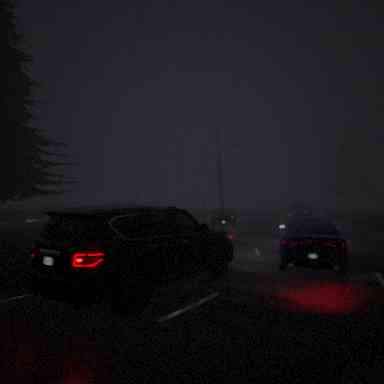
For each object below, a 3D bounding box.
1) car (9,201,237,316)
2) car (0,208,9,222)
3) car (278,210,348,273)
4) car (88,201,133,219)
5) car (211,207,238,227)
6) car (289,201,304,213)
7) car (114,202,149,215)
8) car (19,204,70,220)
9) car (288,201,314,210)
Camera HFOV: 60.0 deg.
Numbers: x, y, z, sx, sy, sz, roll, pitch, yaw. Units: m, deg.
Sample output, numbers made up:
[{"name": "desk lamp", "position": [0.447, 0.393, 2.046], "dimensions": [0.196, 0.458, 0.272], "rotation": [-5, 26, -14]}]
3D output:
[{"name": "car", "position": [-1.050, 1.346, 8.179], "dimensions": [2.150, 2.045, 5.566], "rotation": [0, 0, 35]}, {"name": "car", "position": [-17.394, 2.142, 30.246], "dimensions": [1.994, 1.385, 4.181], "rotation": [-1, -1, 40]}, {"name": "car", "position": [4.000, 1.593, 11.293], "dimensions": [1.882, 1.535, 5.008], "rotation": [0, -1, 18]}, {"name": "car", "position": [-8.798, 1.923, 36.190], "dimensions": [2.097, 1.767, 4.553], "rotation": [-1, -1, 32]}, {"name": "car", "position": [2.643, 1.930, 26.440], "dimensions": [1.895, 1.301, 4.718], "rotation": [-1, -1, 8]}, {"name": "car", "position": [13.949, 1.963, 44.527], "dimensions": [1.837, 1.490, 4.892], "rotation": [-1, 0, 16]}, {"name": "car", "position": [-7.994, 2.166, 44.495], "dimensions": [2.128, 1.511, 4.902], "rotation": [-1, -1, 27]}, {"name": "car", "position": [-16.427, 2.139, 37.268], "dimensions": [1.882, 1.535, 5.008], "rotation": [-1, -1, 34]}, {"name": "car", "position": [11.062, 1.883, 33.204], "dimensions": [2.033, 1.411, 5.357], "rotation": [-1, -1, 12]}]
